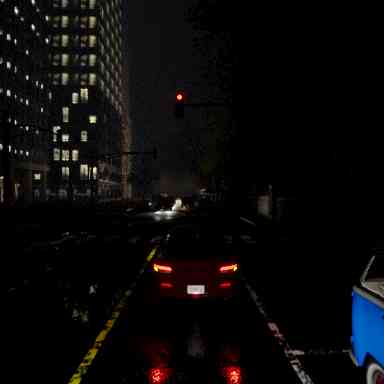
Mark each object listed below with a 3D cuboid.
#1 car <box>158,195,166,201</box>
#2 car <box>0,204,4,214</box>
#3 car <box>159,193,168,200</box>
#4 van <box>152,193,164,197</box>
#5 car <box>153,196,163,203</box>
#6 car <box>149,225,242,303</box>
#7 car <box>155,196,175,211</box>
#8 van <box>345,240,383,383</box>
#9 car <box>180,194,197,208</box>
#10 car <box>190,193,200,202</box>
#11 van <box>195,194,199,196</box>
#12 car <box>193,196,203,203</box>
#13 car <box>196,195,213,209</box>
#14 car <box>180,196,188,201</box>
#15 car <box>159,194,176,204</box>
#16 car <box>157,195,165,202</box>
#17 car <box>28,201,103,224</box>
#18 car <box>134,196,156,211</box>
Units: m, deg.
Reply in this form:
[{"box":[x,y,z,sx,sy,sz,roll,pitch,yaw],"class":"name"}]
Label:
[{"box":[-7.544,1.532,84.100,1.802,1.307,4.206,0,0,-3],"class":"car"},{"box":[-18.226,1.377,28.493,4.206,1.307,1.802,1,0,3],"class":"car"},{"box":[-8.094,1.252,95.181,2.192,1.841,5.009,0,0,-3],"class":"car"},{"box":[-6.637,1.314,61.926,1.690,1.788,3.998,0,0,-2],"class":"van"},{"box":[-6.839,1.512,67.469,1.887,1.381,4.507,0,0,-2],"class":"car"},{"box":[0.052,1.525,8.067,1.812,1.442,4.674,0,0,0],"class":"car"},{"box":[-3.415,1.551,40.418,1.994,1.385,4.181,0,0,-3],"class":"car"},{"box":[2.558,1.341,2.132,1.690,1.788,3.998,0,0,0],"class":"van"},{"box":[-0.646,1.488,47.960,1.837,1.490,4.892,0,0,-2],"class":"car"},{"box":[0.724,1.271,78.931,2.192,1.841,5.009,0,0,-3],"class":"car"},{"box":[1.738,1.322,51.219,1.690,1.788,3.998,0,0,-2],"class":"van"},{"box":[1.171,1.492,68.013,1.752,1.417,4.829,0,0,-2],"class":"car"},{"box":[1.890,1.509,45.847,1.752,1.417,4.829,0,0,-2],"class":"car"},{"box":[-1.917,1.549,80.592,1.895,1.301,4.718,0,0,-3],"class":"car"},{"box":[-3.659,1.486,50.453,1.837,1.490,4.892,0,0,-1],"class":"car"},{"box":[-7.292,1.501,78.556,1.887,1.381,4.507,0,0,-2],"class":"car"},{"box":[-8.827,1.406,23.414,4.902,1.511,2.128,1,0,-12],"class":"car"},{"box":[-5.840,1.539,39.755,2.008,1.369,4.403,0,0,-1],"class":"car"}]
